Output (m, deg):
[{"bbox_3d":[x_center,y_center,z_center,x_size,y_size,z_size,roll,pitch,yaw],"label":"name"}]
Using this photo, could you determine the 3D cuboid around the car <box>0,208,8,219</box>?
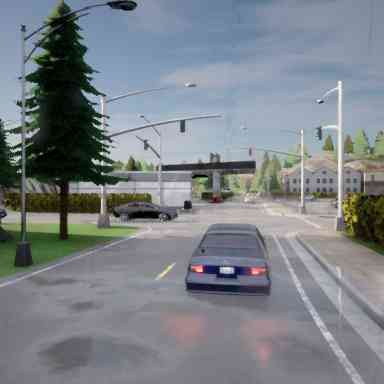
[{"bbox_3d":[-17.622,1.526,27.514,4.674,1.442,1.812,0,0,11],"label":"car"}]

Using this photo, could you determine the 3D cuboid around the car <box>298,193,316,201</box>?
[{"bbox_3d":[27.340,1.077,79.237,3.866,1.878,1.905,0,0,10],"label":"car"}]

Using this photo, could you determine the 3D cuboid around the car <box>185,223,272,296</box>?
[{"bbox_3d":[1.085,1.547,8.845,2.033,1.411,5.357,0,0,10],"label":"car"}]

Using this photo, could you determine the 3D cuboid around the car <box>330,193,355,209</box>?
[{"bbox_3d":[20.231,1.330,42.329,5.027,1.636,2.152,0,0,10],"label":"car"}]

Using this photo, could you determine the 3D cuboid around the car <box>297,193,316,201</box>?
[{"bbox_3d":[26.159,1.361,76.070,3.806,1.475,1.970,0,0,10],"label":"car"}]

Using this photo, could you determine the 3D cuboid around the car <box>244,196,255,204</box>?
[{"bbox_3d":[11.184,1.525,64.732,1.812,1.442,4.674,0,0,10],"label":"car"}]

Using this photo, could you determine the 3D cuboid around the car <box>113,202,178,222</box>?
[{"bbox_3d":[-3.535,1.492,25.387,4.902,1.511,2.128,0,0,3],"label":"car"}]

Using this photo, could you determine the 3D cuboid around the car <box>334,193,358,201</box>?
[{"bbox_3d":[34.514,1.097,74.628,4.605,1.855,1.932,0,0,10],"label":"car"}]
